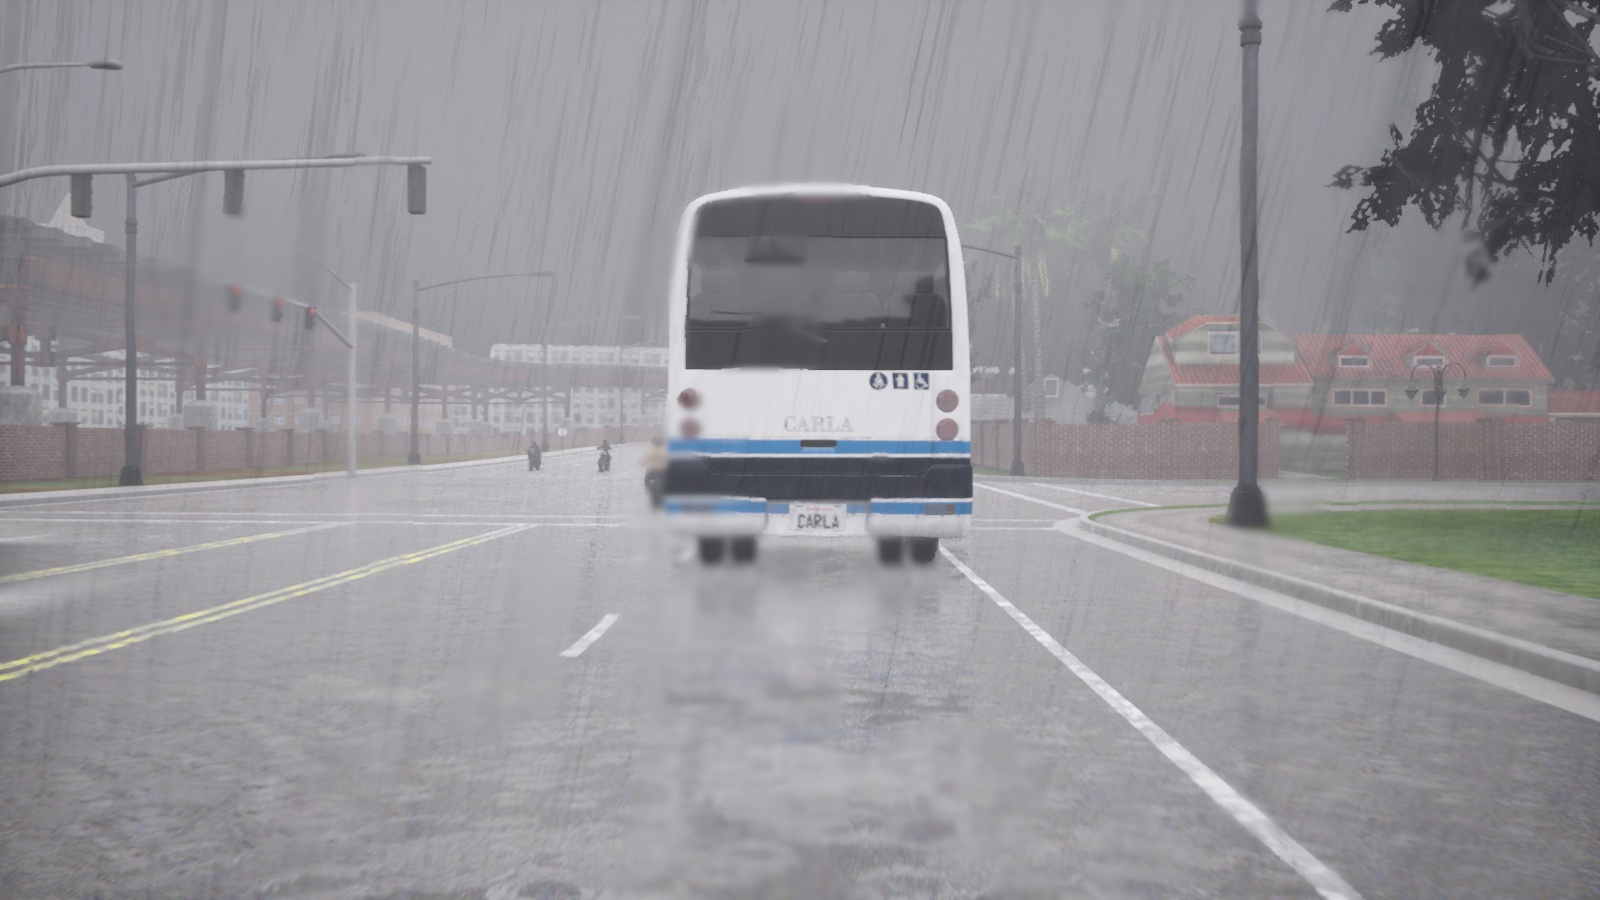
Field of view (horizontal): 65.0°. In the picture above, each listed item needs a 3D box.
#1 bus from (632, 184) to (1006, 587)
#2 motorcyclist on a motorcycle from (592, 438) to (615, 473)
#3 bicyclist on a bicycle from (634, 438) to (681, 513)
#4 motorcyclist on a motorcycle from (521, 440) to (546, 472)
[{"bbox_3d":[0.249,-0.712,18.432,3.944,4.253,10.273,0,0,1],"label":"bus"},{"bbox_3d":[-9.751,0.256,62.379,0.766,1.649,2.350,0,1,1],"label":"motorcyclist on a motorcycle"},{"bbox_3d":[-3.145,0.546,27.837,0.866,1.612,1.509,0,0,0],"label":"bicyclist on a bicycle"},{"bbox_3d":[-13.250,0.277,62.484,0.797,1.523,2.044,0,1,1],"label":"motorcyclist on a motorcycle"}]
